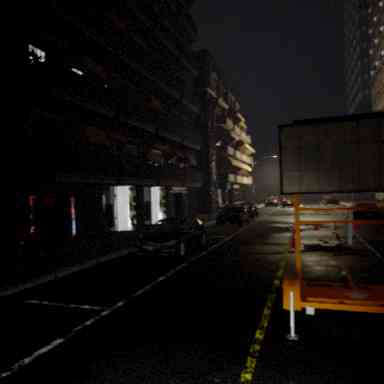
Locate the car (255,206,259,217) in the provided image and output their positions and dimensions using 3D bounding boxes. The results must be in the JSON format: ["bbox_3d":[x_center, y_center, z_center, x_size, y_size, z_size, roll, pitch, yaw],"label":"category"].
[{"bbox_3d":[4.767,1.579,28.998,1.752,1.417,4.829,-2,0,19],"label":"car"}]

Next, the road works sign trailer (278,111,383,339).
[{"bbox_3d":[2.882,0.413,6.098,2.380,3.560,2.880,-2,0,19],"label":"road works sign trailer"}]

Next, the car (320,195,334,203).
[{"bbox_3d":[23.749,1.215,58.492,2.008,1.369,4.403,-2,-1,19],"label":"car"}]

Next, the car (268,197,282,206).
[{"bbox_3d":[13.995,1.541,55.870,1.802,1.307,4.206,-2,0,19],"label":"car"}]

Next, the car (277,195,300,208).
[{"bbox_3d":[13.473,1.449,46.151,2.033,1.411,5.357,-2,0,19],"label":"car"}]

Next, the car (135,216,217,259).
[{"bbox_3d":[-0.680,1.666,13.130,2.008,1.369,4.403,-2,0,19],"label":"car"}]

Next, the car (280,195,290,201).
[{"bbox_3d":[23.164,1.426,82.583,2.008,1.369,4.403,-2,-1,19],"label":"car"}]

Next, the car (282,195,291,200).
[{"bbox_3d":[24.999,1.411,87.924,2.008,1.369,4.403,-2,-1,19],"label":"car"}]

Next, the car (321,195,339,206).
[{"bbox_3d":[20.081,1.245,47.807,1.887,1.381,4.507,-2,0,19],"label":"car"}]

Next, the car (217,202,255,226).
[{"bbox_3d":[2.989,1.639,23.815,1.947,1.339,4.313,-2,0,19],"label":"car"}]

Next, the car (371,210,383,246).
[{"bbox_3d":[7.242,1.389,10.411,2.008,1.369,4.403,-2,0,19],"label":"car"}]

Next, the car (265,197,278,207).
[{"bbox_3d":[12.156,1.418,50.528,1.967,1.590,4.097,-2,0,19],"label":"car"}]

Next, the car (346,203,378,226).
[{"bbox_3d":[10.911,1.362,21.095,1.947,1.339,4.313,-2,0,19],"label":"car"}]
